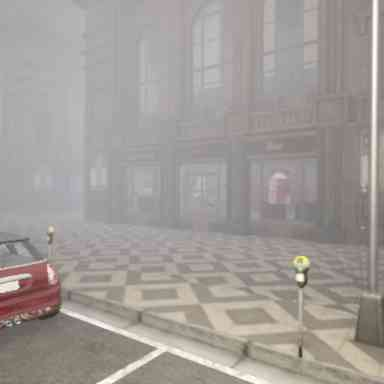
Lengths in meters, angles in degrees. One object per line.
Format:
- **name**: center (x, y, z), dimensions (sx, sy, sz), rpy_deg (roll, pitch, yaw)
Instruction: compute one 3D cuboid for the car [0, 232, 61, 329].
- **car**: center (-4.239, 1.398, 5.988), dimensions (4.097, 1.590, 1.967), rpy_deg (0, 0, 36)
